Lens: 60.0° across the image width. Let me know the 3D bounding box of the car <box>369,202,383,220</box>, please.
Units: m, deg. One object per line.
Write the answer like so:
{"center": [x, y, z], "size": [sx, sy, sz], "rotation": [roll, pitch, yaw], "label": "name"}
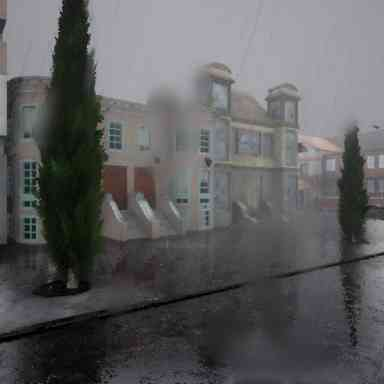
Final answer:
{"center": [14.976, 1.564, 27.702], "size": [1.994, 1.385, 4.181], "rotation": [0, 0, -36], "label": "car"}
